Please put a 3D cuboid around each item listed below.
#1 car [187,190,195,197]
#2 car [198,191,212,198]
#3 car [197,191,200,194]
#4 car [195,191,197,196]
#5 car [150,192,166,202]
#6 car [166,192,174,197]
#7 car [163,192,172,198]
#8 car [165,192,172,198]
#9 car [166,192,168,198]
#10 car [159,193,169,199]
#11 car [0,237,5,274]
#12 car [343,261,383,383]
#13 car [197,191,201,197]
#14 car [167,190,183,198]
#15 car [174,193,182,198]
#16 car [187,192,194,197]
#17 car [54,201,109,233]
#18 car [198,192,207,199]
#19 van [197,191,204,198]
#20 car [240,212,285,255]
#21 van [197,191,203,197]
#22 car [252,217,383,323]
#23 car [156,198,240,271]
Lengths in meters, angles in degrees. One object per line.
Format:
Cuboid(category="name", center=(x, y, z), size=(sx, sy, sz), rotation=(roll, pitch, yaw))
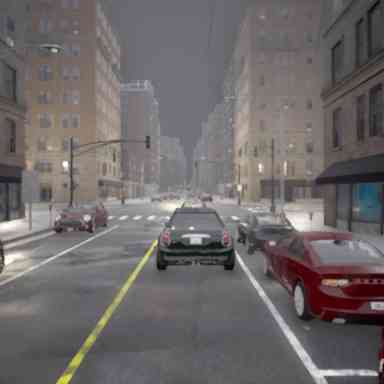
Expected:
Cuboid(category="car", center=(-0.383, 0.841, 83.905), size=(1.895, 1.301, 4.718), rotation=(0, 0, -1))
Cuboid(category="car", center=(2.546, 1.008, 56.409), size=(1.887, 1.381, 4.507), rotation=(0, 0, -1))
Cuboid(category="car", center=(2.441, 0.897, 67.592), size=(1.752, 1.417, 4.829), rotation=(0, 0, -1))
Cuboid(category="car", center=(2.392, 0.646, 72.927), size=(2.192, 1.841, 5.009), rotation=(0, 0, -1))
Cuboid(category="car", center=(-5.979, 1.014, 56.333), size=(2.008, 1.369, 4.403), rotation=(0, 0, -1))
Cuboid(category="car", center=(-6.341, 0.749, 94.887), size=(1.947, 1.339, 4.313), rotation=(0, 0, -1))
Cuboid(category="car", center=(-6.237, 0.693, 83.871), size=(1.967, 1.590, 4.097), rotation=(0, 0, -1))
Cuboid(category="car", center=(-6.289, 0.799, 89.379), size=(1.802, 1.307, 4.206), rotation=(0, 0, -1))
Cuboid(category="car", center=(-6.082, 0.918, 67.348), size=(1.887, 1.381, 4.507), rotation=(0, 0, -1))
Cuboid(category="car", center=(-6.134, 0.913, 72.856), size=(1.802, 1.307, 4.206), rotation=(0, 0, -1))
Cuboid(category="car", center=(-5.849, 1.368, 6.986), size=(1.967, 1.590, 4.097), rotation=(0, 1, 0))
Cuboid(category="car", center=(2.677, 1.528, 1.502), size=(1.887, 1.381, 4.507), rotation=(0, 1, 0))
Cuboid(category="car", center=(2.495, 0.983, 61.916), size=(1.947, 1.339, 4.313), rotation=(0, 0, -1))
Cuboid(category="car", center=(-3.224, 0.927, 66.384), size=(2.033, 1.411, 5.357), rotation=(0, 0, 0))
Cuboid(category="car", center=(-3.364, 0.862, 81.835), size=(1.895, 1.301, 4.718), rotation=(0, 0, -1))
Cuboid(category="car", center=(-0.477, 0.574, 93.878), size=(1.994, 1.385, 4.181), rotation=(0, 0, -1))
Cuboid(category="car", center=(-5.848, 1.259, 17.972), size=(1.967, 1.590, 4.097), rotation=(0, 1, 0))
Cuboid(category="car", center=(2.340, 0.731, 78.436), size=(1.967, 1.590, 4.097), rotation=(0, 0, -1))
Cuboid(category="van", center=(2.237, 0.558, 89.448), size=(1.690, 1.788, 3.998), rotation=(0, 0, -1))
Cuboid(category="car", center=(2.677, 1.424, 12.484), size=(2.008, 1.369, 4.403), rotation=(0, 1, 0))
Cuboid(category="van", center=(2.185, 0.524, 94.955), size=(1.690, 1.788, 3.998), rotation=(0, 0, -1))
Cuboid(category="car", center=(2.677, 1.472, 6.993), size=(1.887, 1.381, 4.507), rotation=(0, 1, 0))
Cuboid(category="car", center=(0.070, 1.243, 10.621), size=(2.097, 1.767, 4.553), rotation=(0, 1, -1))
